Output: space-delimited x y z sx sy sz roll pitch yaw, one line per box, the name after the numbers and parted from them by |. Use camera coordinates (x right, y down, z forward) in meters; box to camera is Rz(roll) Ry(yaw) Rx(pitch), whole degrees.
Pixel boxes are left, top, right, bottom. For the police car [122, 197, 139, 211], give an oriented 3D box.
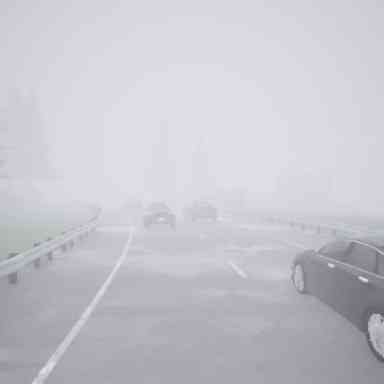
-7.320 1.396 40.207 1.930 1.638 5.238 0 0 -20 | police car

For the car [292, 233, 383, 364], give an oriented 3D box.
3.290 1.485 5.785 1.837 1.490 4.892 0 0 -3 | car

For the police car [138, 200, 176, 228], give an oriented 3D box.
-2.332 1.484 22.446 2.038 1.542 4.974 0 0 -11 | police car

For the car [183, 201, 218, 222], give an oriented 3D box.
0.561 1.455 25.628 2.128 1.511 4.902 0 0 -12 | car
